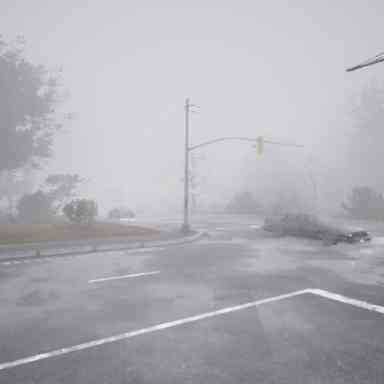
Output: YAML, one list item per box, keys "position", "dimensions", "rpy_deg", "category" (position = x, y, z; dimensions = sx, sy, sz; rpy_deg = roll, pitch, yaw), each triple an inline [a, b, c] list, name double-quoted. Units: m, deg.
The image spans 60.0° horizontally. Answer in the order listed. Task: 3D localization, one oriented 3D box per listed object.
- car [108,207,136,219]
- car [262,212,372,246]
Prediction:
- position: [-8.010, 2.356, 37.910]
  dimensions: [1.994, 1.385, 4.181]
  rpy_deg: [1, -3, -33]
  category: "car"
- position: [5.931, 1.724, 16.648]
  dimensions: [2.033, 1.411, 5.357]
  rpy_deg: [1, 0, -33]
  category: "car"
